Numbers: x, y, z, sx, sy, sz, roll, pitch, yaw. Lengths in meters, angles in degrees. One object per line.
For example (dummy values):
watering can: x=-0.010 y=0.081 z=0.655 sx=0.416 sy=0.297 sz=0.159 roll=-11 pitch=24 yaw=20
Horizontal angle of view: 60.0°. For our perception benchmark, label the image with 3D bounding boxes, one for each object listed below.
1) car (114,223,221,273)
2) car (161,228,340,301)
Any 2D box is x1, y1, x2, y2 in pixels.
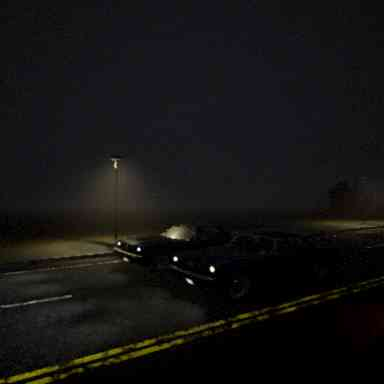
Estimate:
car: x=-0.176 y=1.764 z=11.387 sx=4.718 sy=1.301 sz=1.895 roll=1 pitch=-1 yaw=-35
car: x=1.772 y=1.732 z=8.784 sx=4.718 sy=1.301 sz=1.895 roll=1 pitch=-1 yaw=-35
